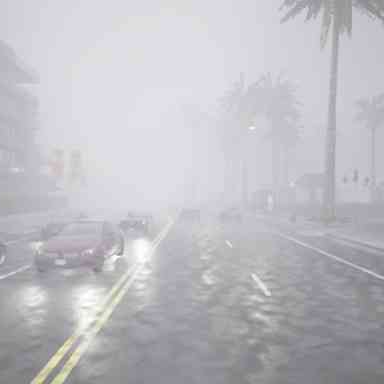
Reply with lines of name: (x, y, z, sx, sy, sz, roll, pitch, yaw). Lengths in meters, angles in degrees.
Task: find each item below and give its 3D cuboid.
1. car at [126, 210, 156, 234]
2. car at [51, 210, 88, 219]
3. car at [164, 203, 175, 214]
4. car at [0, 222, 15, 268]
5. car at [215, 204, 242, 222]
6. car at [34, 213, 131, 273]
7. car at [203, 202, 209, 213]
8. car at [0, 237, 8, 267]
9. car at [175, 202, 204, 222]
car: (-3.502, 1.871, 21.385, 1.895, 1.301, 4.718, 0, -1, 0)
car: (-7.002, 1.770, 19.364, 1.812, 1.442, 4.674, 0, -1, 0)
car: (-2.311, 2.096, 43.499, 2.033, 1.411, 5.357, 0, -1, -15)
car: (-7.038, 1.681, 9.210, 1.994, 1.385, 4.181, 0, -1, 0)
car: (3.278, 1.879, 30.694, 2.128, 1.511, 4.902, 0, -1, -4)
car: (-3.518, 1.669, 11.293, 1.812, 1.442, 4.674, 0, -1, 1)
car: (0.788, 2.048, 45.328, 1.882, 1.535, 5.008, 0, -1, -15)
car: (-3.529, 1.245, 1.774, 2.150, 2.045, 5.566, 0, -1, 0)
car: (-0.304, 1.869, 31.055, 1.882, 1.535, 5.008, 0, -1, -4)
